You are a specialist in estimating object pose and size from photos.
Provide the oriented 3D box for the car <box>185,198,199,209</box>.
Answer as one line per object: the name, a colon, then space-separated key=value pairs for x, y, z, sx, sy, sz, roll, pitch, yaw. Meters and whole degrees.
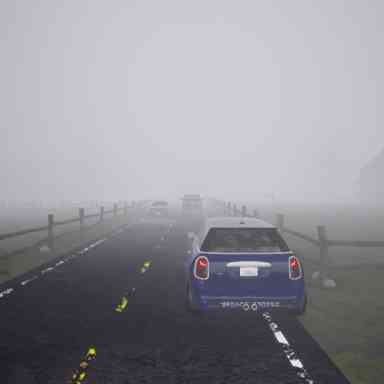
car: x=-0.040 y=1.537 z=46.361 sx=1.812 sy=1.442 sz=4.674 roll=0 pitch=0 yaw=0

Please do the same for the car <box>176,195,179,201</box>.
car: x=-2.909 y=1.548 z=82.713 sx=2.128 sy=1.511 sz=4.902 roll=0 pitch=0 yaw=0

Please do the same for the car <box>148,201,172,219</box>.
car: x=-2.808 y=1.527 z=29.618 sx=1.812 sy=1.442 sz=4.674 roll=0 pitch=0 yaw=0

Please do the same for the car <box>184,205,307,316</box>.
car: x=0.947 y=1.349 z=7.682 sx=2.097 sy=1.767 sz=4.553 roll=0 pitch=0 yaw=0

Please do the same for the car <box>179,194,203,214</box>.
car: x=0.002 y=1.226 z=35.716 sx=2.150 sy=2.045 sz=5.566 roll=0 pitch=0 yaw=0
